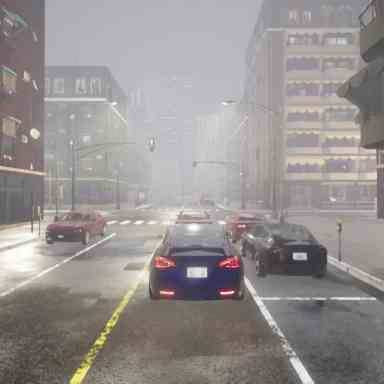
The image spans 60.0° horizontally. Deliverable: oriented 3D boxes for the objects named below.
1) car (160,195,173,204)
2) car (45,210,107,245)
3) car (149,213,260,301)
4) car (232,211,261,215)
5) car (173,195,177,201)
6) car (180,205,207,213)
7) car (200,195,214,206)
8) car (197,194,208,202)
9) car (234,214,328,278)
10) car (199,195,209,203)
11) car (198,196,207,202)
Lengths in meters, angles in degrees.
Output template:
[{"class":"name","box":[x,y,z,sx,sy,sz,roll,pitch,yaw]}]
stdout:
[{"class":"car","box":[-5.359,1.595,65.090,2.008,1.369,4.403,1,0,0]},{"class":"car","box":[-5.282,1.549,15.638,1.887,1.381,4.507,1,0,0]},{"class":"car","box":[0.096,1.506,8.381,2.163,1.488,4.792,0,0,0]},{"class":"car","box":[2.565,1.549,15.670,1.887,1.381,4.507,1,0,0]},{"class":"car","box":[-5.355,1.620,87.848,1.887,1.381,4.507,1,0,0]},{"class":"car","box":[0.084,1.606,18.104,1.895,1.301,4.718,0,0,0]},{"class":"car","box":[2.673,1.576,53.726,1.887,1.381,4.507,1,0,0]},{"class":"car","box":[2.573,1.357,63.672,2.192,1.841,5.009,1,0,0]},{"class":"car","box":[2.568,1.568,9.999,1.947,1.339,4.313,1,0,0]},{"class":"car","box":[2.536,1.491,70.795,1.967,1.590,4.097,1,0,0]},{"class":"car","box":[2.528,1.633,82.175,1.947,1.339,4.313,1,0,0]}]
